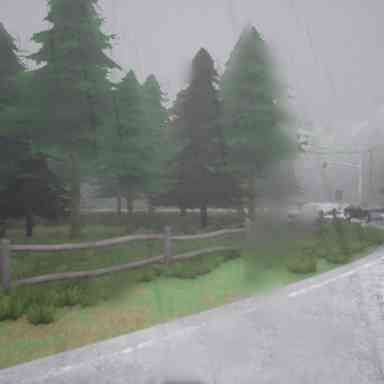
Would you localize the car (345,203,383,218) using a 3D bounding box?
[{"bbox_3d":[13.838,1.617,26.255,2.128,1.511,4.902,0,0,0],"label":"car"}]
